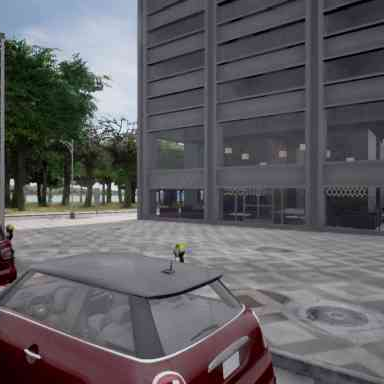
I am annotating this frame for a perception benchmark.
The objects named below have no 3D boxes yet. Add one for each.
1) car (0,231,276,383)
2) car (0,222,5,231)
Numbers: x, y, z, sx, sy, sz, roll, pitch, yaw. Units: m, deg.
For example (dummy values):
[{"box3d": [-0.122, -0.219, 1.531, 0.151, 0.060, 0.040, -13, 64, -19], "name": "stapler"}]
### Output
[{"box3d": [-1.257, 1.440, 3.855, 4.097, 1.590, 1.967, 0, 0, 35], "name": "car"}, {"box3d": [-5.686, 1.315, 7.010, 5.009, 1.841, 2.192, 0, 0, 35], "name": "car"}]
